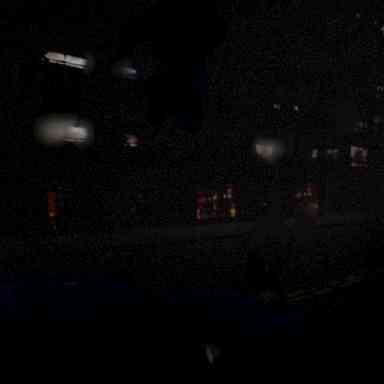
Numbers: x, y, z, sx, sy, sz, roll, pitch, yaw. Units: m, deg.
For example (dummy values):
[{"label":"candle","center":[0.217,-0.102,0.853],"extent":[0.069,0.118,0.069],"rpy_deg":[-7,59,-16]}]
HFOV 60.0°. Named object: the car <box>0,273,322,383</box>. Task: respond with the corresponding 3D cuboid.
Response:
[{"label":"car","center":[-0.944,1.477,2.766],"extent":[5.008,1.535,1.882],"rpy_deg":[0,0,-35]}]
